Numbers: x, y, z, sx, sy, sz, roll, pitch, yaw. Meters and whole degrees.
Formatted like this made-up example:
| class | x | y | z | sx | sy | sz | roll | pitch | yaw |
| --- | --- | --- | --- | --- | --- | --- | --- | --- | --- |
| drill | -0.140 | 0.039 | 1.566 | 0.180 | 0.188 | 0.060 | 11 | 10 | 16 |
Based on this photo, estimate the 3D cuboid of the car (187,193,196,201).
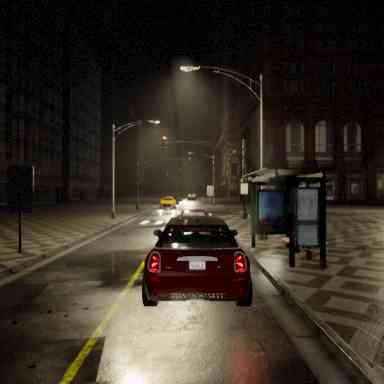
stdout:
| class | x | y | z | sx | sy | sz | roll | pitch | yaw |
| --- | --- | --- | --- | --- | --- | --- | --- | --- | --- |
| car | -0.056 | 1.421 | 74.382 | 1.895 | 1.301 | 4.718 | 0 | 0 | 0 |

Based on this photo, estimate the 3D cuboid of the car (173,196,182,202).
| class | x | y | z | sx | sy | sz | roll | pitch | yaw |
| --- | --- | --- | --- | --- | --- | --- | --- | --- | --- |
| car | -3.052 | 1.441 | 71.168 | 1.895 | 1.301 | 4.718 | 0 | 0 | 0 |

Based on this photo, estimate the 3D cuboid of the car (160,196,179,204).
| class | x | y | z | sx | sy | sz | roll | pitch | yaw |
| --- | --- | --- | --- | --- | --- | --- | --- | --- | --- |
| car | -3.118 | 1.409 | 44.020 | 1.882 | 1.535 | 5.008 | 0 | 0 | 1 |

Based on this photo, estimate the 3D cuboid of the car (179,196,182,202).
| class | x | y | z | sx | sy | sz | roll | pitch | yaw |
| --- | --- | --- | --- | --- | --- | --- | --- | --- | --- |
| car | -3.123 | 1.394 | 56.573 | 1.837 | 1.490 | 4.892 | 0 | 2 | 0 |

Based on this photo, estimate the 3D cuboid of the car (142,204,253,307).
| class | x | y | z | sx | sy | sz | roll | pitch | yaw |
| --- | --- | --- | --- | --- | --- | --- | --- | --- | --- |
| car | 0.094 | 1.350 | 8.147 | 2.097 | 1.767 | 4.553 | 0 | 0 | 0 |

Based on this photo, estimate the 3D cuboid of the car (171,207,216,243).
| class | x | y | z | sx | sy | sz | roll | pitch | yaw |
| --- | --- | --- | --- | --- | --- | --- | --- | --- | --- |
| car | 0.083 | 1.554 | 16.791 | 1.994 | 1.385 | 4.181 | 0 | 0 | 0 |

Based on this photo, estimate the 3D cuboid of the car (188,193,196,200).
| class | x | y | z | sx | sy | sz | roll | pitch | yaw |
| --- | --- | --- | --- | --- | --- | --- | --- | --- | --- |
| car | -0.063 | 1.104 | 84.356 | 1.882 | 1.535 | 5.008 | 0 | 0 | 0 |
